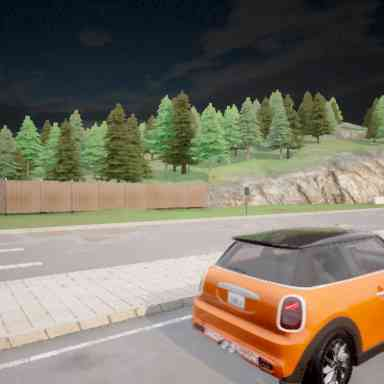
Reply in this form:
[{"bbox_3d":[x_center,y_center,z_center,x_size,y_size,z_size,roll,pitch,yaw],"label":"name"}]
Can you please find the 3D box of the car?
[{"bbox_3d":[2.278,1.354,5.368,4.553,1.767,2.097,0,0,-35],"label":"car"}]
